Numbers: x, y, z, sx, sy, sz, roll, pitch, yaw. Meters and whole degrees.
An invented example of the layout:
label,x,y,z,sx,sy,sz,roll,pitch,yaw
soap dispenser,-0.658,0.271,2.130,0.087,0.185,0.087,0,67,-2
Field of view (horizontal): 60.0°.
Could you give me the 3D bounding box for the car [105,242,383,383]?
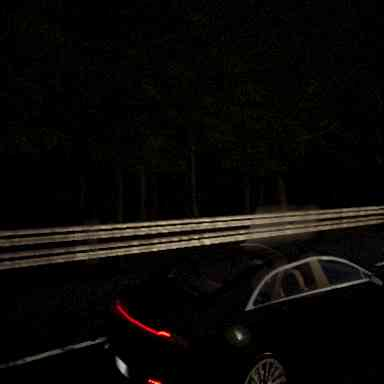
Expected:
label,x,y,z,sx,sy,sz,roll,pitch,yaw
car,1.284,1.469,4.659,4.902,1.511,2.128,0,0,-35
